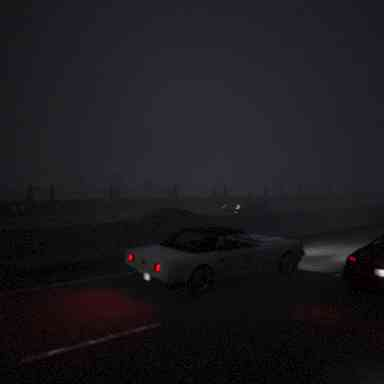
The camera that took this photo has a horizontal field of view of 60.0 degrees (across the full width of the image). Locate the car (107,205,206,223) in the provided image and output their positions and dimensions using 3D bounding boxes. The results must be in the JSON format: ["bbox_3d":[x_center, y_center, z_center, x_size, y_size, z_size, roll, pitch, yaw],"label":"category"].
[{"bbox_3d":[-1.594,1.426,15.755,5.008,1.535,1.882,0,0,-35],"label":"car"}]

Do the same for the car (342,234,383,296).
[{"bbox_3d":[5.280,1.506,7.514,4.181,1.385,1.994,0,0,-36],"label":"car"}]

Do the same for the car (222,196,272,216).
[{"bbox_3d":[4.790,1.214,28.904,4.553,1.767,2.097,0,0,-35],"label":"car"}]

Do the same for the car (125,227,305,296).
[{"bbox_3d":[0.806,1.563,8.623,4.718,1.301,1.895,0,0,-36],"label":"car"}]
